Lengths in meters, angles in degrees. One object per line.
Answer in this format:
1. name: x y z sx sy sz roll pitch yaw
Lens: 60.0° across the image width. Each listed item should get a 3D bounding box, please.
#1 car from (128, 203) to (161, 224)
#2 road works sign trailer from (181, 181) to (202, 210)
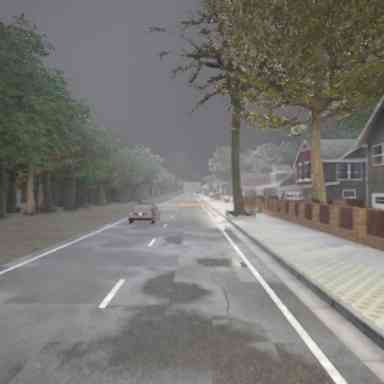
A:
1. car: -3.404 1.496 24.400 2.033 1.411 5.357 0 0 0
2. road works sign trailer: -0.007 0.398 41.098 2.380 3.560 2.880 0 0 0
